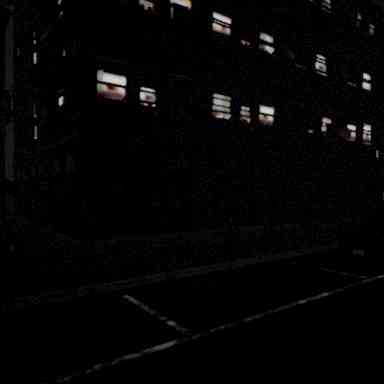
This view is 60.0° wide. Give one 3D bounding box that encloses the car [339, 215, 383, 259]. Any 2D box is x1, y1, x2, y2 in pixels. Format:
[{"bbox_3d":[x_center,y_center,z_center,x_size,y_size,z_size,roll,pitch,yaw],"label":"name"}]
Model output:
[{"bbox_3d":[6.881,1.474,11.464,4.313,1.339,1.947,-1,1,-35],"label":"car"}]
